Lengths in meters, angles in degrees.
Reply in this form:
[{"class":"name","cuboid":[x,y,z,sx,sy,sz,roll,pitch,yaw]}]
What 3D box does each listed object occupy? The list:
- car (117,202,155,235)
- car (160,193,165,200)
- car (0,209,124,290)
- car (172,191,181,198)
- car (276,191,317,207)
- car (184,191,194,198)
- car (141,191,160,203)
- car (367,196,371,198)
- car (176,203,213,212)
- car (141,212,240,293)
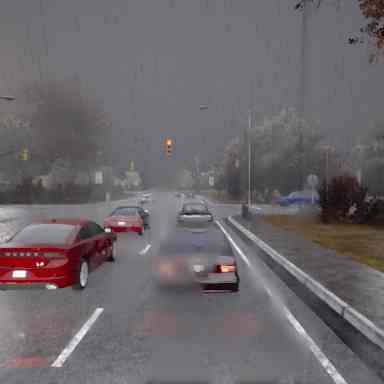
[{"class":"car","cuboid":[-3.387,1.458,18.001,1.994,1.385,4.181,0,0,0]},{"class":"car","cuboid":[-7.011,0.963,65.431,2.128,1.511,4.902,0,1,0]},{"class":"car","cuboid":[-3.392,1.445,9.014,1.882,1.535,5.008,0,0,0]},{"class":"car","cuboid":[-3.936,0.788,86.116,1.895,1.301,4.718,0,1,-4]},{"class":"car","cuboid":[13.792,0.896,43.207,5.566,2.045,2.150,0,1,-4]},{"class":"car","cuboid":[-0.436,0.716,86.199,2.128,1.511,4.902,0,1,-4]},{"class":"car","cuboid":[-7.057,0.791,55.259,2.150,2.045,5.566,0,0,0]},{"class":"car","cuboid":[24.093,1.217,43.784,5.357,1.411,2.033,0,1,-3]},{"class":"car","cuboid":[0.141,1.380,18.632,2.128,1.511,4.902,0,0,-1]},{"class":"car","cuboid":[0.106,1.516,8.940,2.033,1.411,5.357,0,0,0]}]
